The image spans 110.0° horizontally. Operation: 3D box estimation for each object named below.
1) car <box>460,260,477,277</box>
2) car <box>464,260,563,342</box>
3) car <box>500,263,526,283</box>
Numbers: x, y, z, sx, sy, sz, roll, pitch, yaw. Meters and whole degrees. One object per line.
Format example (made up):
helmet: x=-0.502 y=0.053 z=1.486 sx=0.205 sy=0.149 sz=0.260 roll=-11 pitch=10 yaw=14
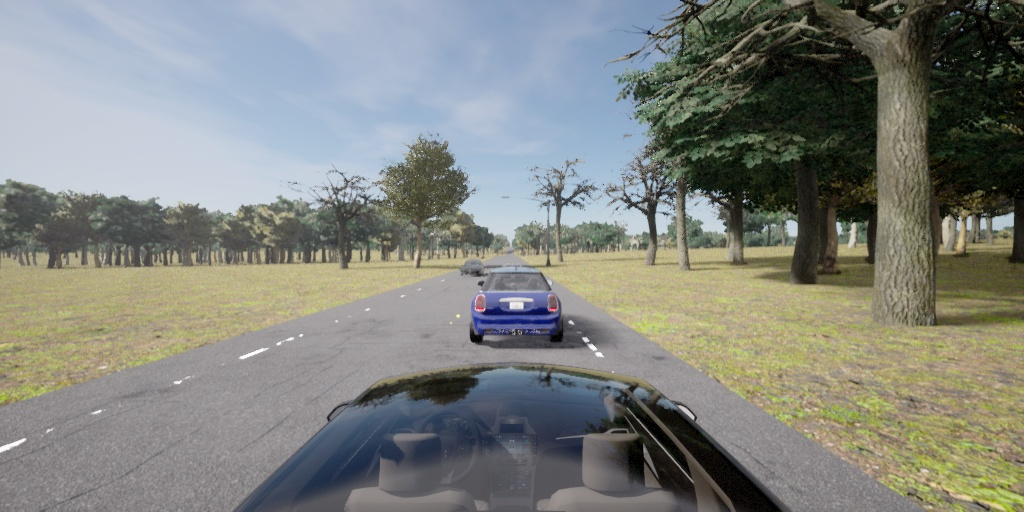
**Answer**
car: x=-3.639 y=1.108 z=33.409 sx=1.837 sy=1.490 sz=4.892 roll=0 pitch=0 yaw=0
car: x=0.088 y=1.079 z=9.818 sx=2.097 sy=1.767 sz=4.553 roll=0 pitch=0 yaw=0
car: x=0.068 y=1.237 z=27.922 sx=1.895 sy=1.301 sz=4.718 roll=0 pitch=0 yaw=0
